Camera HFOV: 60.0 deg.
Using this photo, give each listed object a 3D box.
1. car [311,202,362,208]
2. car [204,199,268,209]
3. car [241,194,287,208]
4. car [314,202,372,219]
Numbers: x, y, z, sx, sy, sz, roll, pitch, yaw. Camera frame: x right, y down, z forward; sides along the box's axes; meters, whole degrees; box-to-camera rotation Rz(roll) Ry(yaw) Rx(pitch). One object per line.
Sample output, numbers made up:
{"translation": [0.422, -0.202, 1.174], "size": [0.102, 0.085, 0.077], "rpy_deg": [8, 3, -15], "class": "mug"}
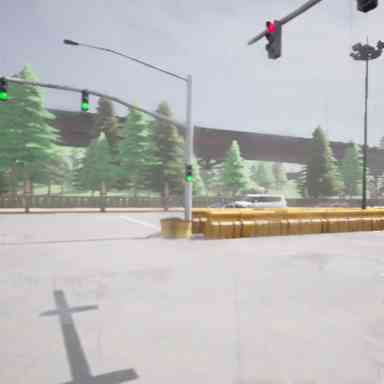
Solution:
{"translation": [10.447, 1.570, 25.556], "size": [4.902, 1.511, 2.128], "rpy_deg": [1, 0, -26], "class": "car"}
{"translation": [2.052, 1.420, 21.350], "size": [4.902, 1.511, 2.128], "rpy_deg": [1, 0, -27], "class": "car"}
{"translation": [5.127, 1.185, 26.818], "size": [5.566, 2.045, 2.150], "rpy_deg": [1, 0, -26], "class": "car"}
{"translation": [14.295, 1.674, 31.375], "size": [5.357, 1.411, 2.033], "rpy_deg": [1, 0, -26], "class": "car"}
